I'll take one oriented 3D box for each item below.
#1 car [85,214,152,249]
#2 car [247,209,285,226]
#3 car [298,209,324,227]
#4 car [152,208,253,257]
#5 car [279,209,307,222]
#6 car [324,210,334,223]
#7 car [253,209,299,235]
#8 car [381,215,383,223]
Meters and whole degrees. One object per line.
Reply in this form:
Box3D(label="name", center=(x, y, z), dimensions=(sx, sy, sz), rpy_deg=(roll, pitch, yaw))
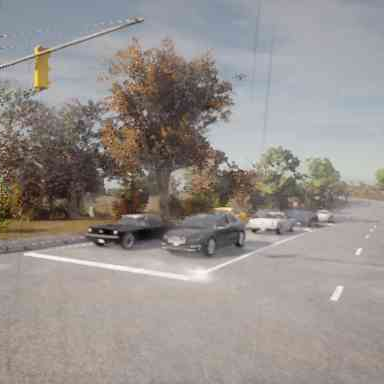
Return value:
Box3D(label="car", center=(-2.512, 1.696, 15.214), dimensions=(1.895, 1.301, 4.718), rpy_deg=(0, -1, 31))
Box3D(label="car", center=(7.182, 2.380, 31.843), dimensions=(2.033, 1.411, 5.357), rpy_deg=(0, -3, 31))
Box3D(label="car", center=(10.192, 2.380, 30.074), dimensions=(2.033, 1.411, 5.357), rpy_deg=(0, -3, 30))
Box3D(label="car", center=(0.660, 1.606, 13.665), dimensions=(1.837, 1.490, 4.892), rpy_deg=(0, -1, 30))
Box3D(label="car", center=(12.422, 2.836, 40.796), dimensions=(2.128, 1.511, 4.902), rpy_deg=(0, -3, 31))
Box3D(label="car", center=(15.400, 2.866, 38.957), dimensions=(1.812, 1.442, 4.674), rpy_deg=(0, -3, 30))
Box3D(label="car", center=(5.297, 1.979, 21.641), dimensions=(1.895, 1.301, 4.718), rpy_deg=(0, -2, 30))
Box3D(label="car", center=(9.794, 1.745, 15.115), dimensions=(2.128, 1.511, 4.902), rpy_deg=(0, -2, 31))
